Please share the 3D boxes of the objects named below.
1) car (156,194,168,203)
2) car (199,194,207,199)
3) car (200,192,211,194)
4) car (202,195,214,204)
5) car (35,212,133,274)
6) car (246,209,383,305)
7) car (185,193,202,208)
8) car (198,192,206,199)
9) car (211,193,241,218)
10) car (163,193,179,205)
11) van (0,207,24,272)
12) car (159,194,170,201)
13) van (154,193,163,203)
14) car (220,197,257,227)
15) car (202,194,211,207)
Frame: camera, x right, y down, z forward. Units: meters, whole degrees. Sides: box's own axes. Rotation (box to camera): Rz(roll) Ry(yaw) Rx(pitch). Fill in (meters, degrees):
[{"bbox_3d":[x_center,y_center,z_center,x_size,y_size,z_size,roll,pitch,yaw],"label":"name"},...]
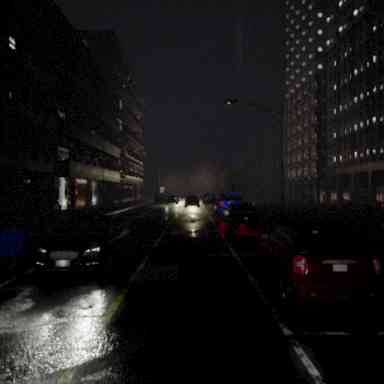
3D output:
[{"bbox_3d":[-5.690,1.193,63.041,1.752,1.417,4.829,0,0,0],"label":"car"},{"bbox_3d":[2.690,1.140,85.302,1.947,1.339,4.313,0,0,0],"label":"car"},{"bbox_3d":[2.692,1.034,52.165,2.192,1.841,5.009,0,0,0],"label":"car"},{"bbox_3d":[2.691,1.258,57.688,1.947,1.339,4.313,0,0,0],"label":"car"},{"bbox_3d":[-3.101,1.429,10.422,2.128,1.511,4.902,0,0,0],"label":"car"},{"bbox_3d":[2.693,1.392,7.982,1.967,1.590,4.097,0,0,0],"label":"car"},{"bbox_3d":[0.045,1.235,44.362,1.882,1.535,5.008,0,0,1],"label":"car"},{"bbox_3d":[2.690,0.866,90.824,2.192,1.841,5.009,0,0,0],"label":"car"},{"bbox_3d":[3.106,1.066,28.749,2.150,2.045,5.566,0,0,0],"label":"car"},{"bbox_3d":[-3.077,1.225,51.849,1.837,1.490,4.892,0,0,0],"label":"car"},{"bbox_3d":[-5.688,1.293,7.982,1.690,1.788,3.998,0,0,0],"label":"van"},{"bbox_3d":[-5.691,1.208,68.734,1.947,1.339,4.313,0,0,0],"label":"car"},{"bbox_3d":[-5.690,1.034,57.687,1.690,1.788,3.998,0,0,0],"label":"van"},{"bbox_3d":[3.139,1.352,21.720,1.882,1.535,5.008,0,0,0],"label":"car"},{"bbox_3d":[2.691,1.297,46.642,2.008,1.369,4.403,0,0,0],"label":"car"}]
